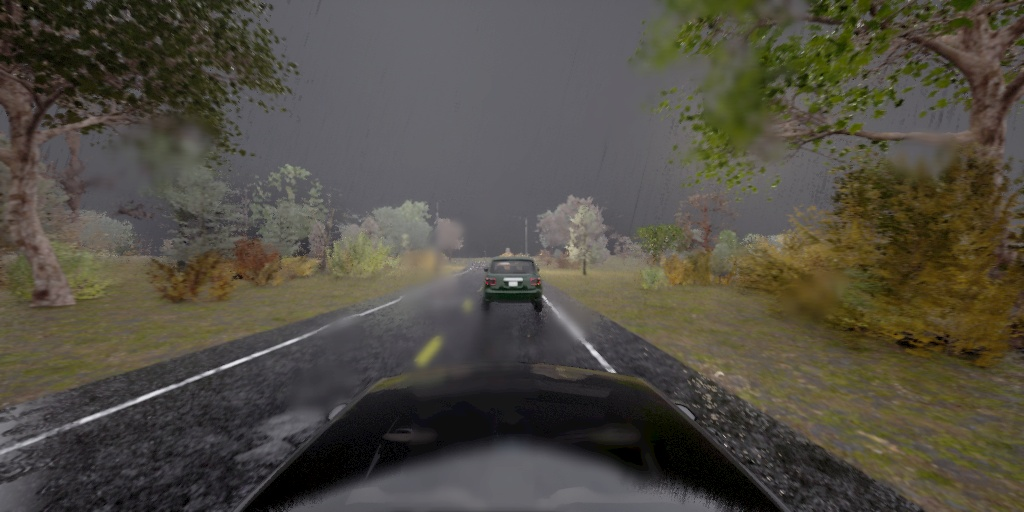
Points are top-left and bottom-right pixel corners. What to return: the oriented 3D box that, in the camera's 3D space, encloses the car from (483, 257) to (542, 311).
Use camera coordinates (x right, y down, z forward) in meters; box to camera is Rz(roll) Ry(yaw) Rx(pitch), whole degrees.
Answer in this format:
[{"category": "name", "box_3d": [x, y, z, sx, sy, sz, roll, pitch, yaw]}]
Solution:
[{"category": "car", "box_3d": [0.005, 1.052, 15.005, 2.150, 2.045, 5.566, 0, 0, -1]}]
